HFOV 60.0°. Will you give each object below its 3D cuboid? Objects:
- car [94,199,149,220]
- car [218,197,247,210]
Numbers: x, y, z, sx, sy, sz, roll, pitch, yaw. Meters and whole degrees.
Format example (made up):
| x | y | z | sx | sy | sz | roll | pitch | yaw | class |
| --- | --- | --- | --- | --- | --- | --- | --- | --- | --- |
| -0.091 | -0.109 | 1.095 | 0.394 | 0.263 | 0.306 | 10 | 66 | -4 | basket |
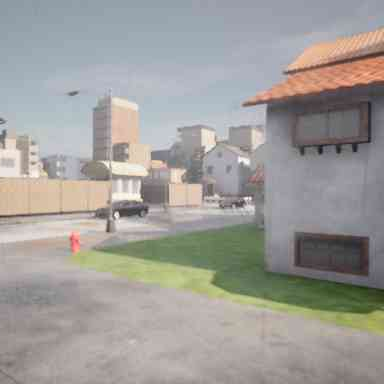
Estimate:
| x | y | z | sx | sy | sz | roll | pitch | yaw | class |
| --- | --- | --- | --- | --- | --- | --- | --- | --- | --- |
| -5.586 | 1.379 | 26.825 | 1.837 | 1.490 | 4.892 | 0 | 1 | 36 | car |
| 5.166 | 1.386 | 41.725 | 1.837 | 1.490 | 4.892 | 0 | 0 | 36 | car |
